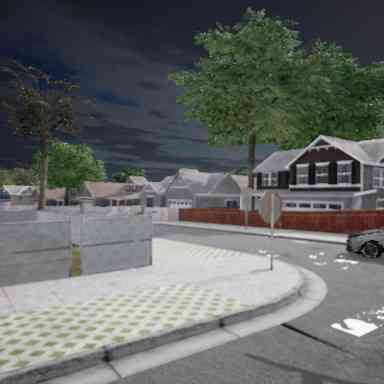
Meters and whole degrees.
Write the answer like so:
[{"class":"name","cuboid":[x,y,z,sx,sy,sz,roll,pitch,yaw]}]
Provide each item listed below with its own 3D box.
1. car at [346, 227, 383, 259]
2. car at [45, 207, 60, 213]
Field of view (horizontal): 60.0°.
[{"class":"car","cuboid":[8.148,1.799,12.663,4.181,1.385,1.994,-2,-2,21]},{"class":"car","cuboid":[-19.773,2.875,46.025,2.128,1.511,4.902,2,-3,-39]}]
